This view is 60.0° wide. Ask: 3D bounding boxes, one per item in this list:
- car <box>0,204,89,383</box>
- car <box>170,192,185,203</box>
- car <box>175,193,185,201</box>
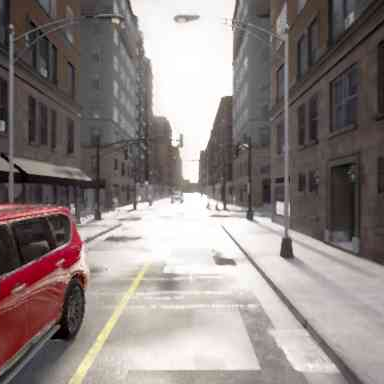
[{"bbox_3d":[-2.847,1.212,3.580,2.150,2.045,5.566,0,0,0],"label":"car"},{"bbox_3d":[-2.772,1.035,61.618,2.150,2.045,5.566,0,0,1],"label":"car"},{"bbox_3d":[-2.744,1.090,77.191,2.097,1.767,4.553,0,0,0],"label":"car"}]
